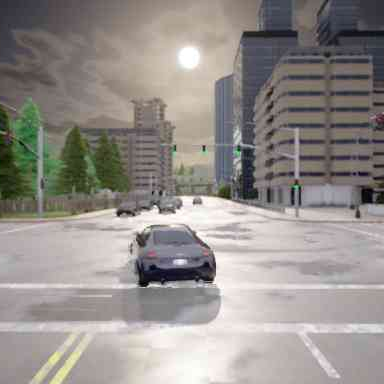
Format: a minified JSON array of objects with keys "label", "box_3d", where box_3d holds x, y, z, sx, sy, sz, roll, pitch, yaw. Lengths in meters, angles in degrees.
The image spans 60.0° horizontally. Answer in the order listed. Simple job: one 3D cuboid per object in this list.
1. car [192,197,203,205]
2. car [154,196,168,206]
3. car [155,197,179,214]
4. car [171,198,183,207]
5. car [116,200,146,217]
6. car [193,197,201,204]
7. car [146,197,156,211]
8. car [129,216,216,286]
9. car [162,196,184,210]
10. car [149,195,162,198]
[{"label":"car","box_3d":[1.080,1.870,65.862,1.994,1.385,4.181,0,0,1]},{"label":"car","box_3d":[-5.938,1.650,64.276,2.097,1.767,4.553,0,0,1]},{"label":"car","box_3d":[-2.803,1.684,38.522,1.837,1.490,4.892,0,0,1]},{"label":"car","box_3d":[-2.512,1.774,58.056,1.837,1.490,4.892,0,0,1]},{"label":"car","box_3d":[-6.351,1.705,34.036,2.033,1.411,5.357,0,0,1]},{"label":"car","box_3d":[1.183,1.852,75.811,1.837,1.490,4.892,0,0,1]},{"label":"car","box_3d":[-6.240,1.752,44.110,2.033,1.411,5.357,0,0,1]},{"label":"car","box_3d":[-0.725,1.610,9.712,1.994,1.385,4.181,0,0,-13]},{"label":"car","box_3d":[-2.691,1.573,47.646,2.097,1.767,4.553,0,0,1]},{"label":"car","box_3d":[-6.086,1.473,54.287,2.150,2.045,5.566,0,0,1]}]
